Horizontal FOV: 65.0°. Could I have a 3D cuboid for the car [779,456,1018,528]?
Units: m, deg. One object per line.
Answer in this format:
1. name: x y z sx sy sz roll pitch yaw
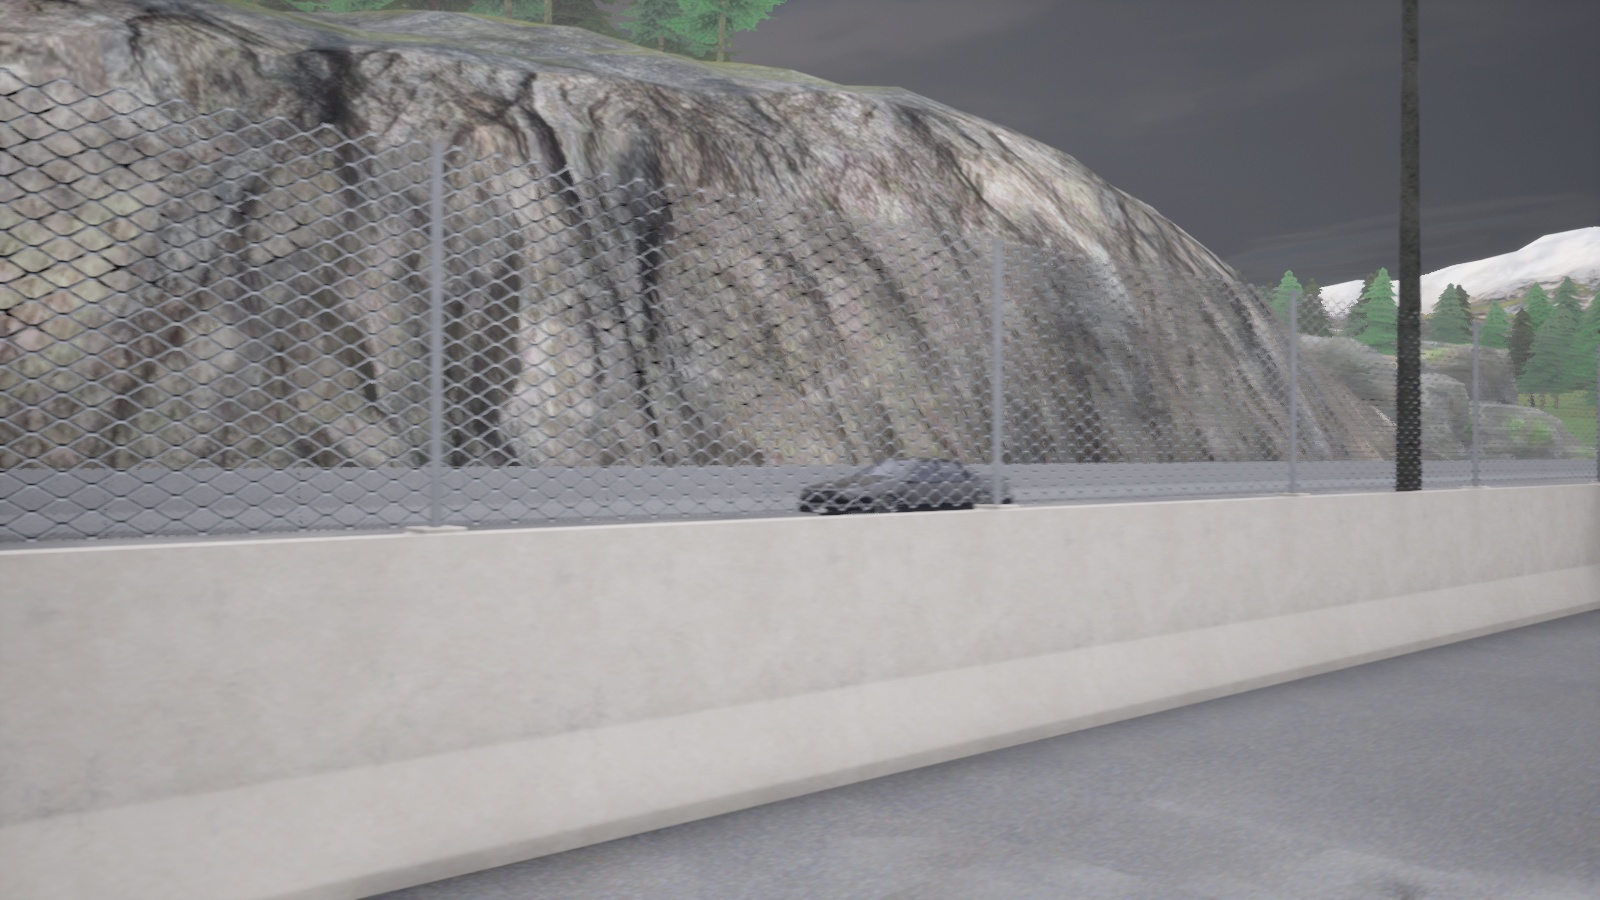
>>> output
1. car: 2.254 0.857 27.639 5.357 1.411 2.033 0 0 -40
